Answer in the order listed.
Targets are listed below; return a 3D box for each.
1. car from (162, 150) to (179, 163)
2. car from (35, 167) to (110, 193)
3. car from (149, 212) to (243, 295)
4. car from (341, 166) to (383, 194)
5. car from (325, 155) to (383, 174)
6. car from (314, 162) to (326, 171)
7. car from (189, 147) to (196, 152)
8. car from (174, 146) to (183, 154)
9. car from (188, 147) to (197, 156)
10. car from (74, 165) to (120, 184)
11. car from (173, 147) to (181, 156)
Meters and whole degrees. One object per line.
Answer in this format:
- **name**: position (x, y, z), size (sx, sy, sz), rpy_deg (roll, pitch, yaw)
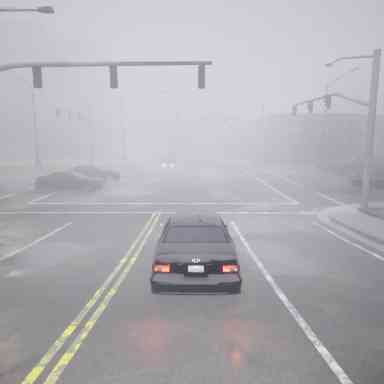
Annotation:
- **car**: position (-3.527, -5.292, 51.508), size (2.033, 1.411, 5.357), rpy_deg (0, 9, 0)
- **car**: position (-8.557, -0.748, 23.413), size (4.674, 1.442, 1.812), rpy_deg (0, 9, 0)
- **car**: position (0.086, 1.219, 8.383), size (2.033, 1.411, 5.357), rpy_deg (0, 4, 0)
- **car**: position (13.524, -0.770, 23.308), size (4.902, 1.511, 2.128), rpy_deg (0, 9, 0)
- **car**: position (17.069, -2.751, 33.807), size (5.566, 2.045, 2.150), rpy_deg (0, 9, 1)
- **car**: position (16.325, -3.047, 37.312), size (4.902, 1.511, 2.128), rpy_deg (0, 9, 0)
- **car**: position (0.121, -11.583, 90.520), size (1.895, 1.301, 4.718), rpy_deg (0, 9, 0)
- **car**: position (-3.405, -8.496, 71.182), size (2.033, 1.411, 5.357), rpy_deg (0, 9, 0)
- **car**: position (0.156, -8.318, 69.847), size (1.837, 1.490, 4.892), rpy_deg (0, 9, 0)
- **car**: position (-8.582, -1.502, 27.756), size (5.008, 1.535, 1.882), rpy_deg (-2, 10, -13)
- **car**: position (-3.486, -6.875, 60.986), size (1.837, 1.490, 4.892), rpy_deg (0, 9, 0)
